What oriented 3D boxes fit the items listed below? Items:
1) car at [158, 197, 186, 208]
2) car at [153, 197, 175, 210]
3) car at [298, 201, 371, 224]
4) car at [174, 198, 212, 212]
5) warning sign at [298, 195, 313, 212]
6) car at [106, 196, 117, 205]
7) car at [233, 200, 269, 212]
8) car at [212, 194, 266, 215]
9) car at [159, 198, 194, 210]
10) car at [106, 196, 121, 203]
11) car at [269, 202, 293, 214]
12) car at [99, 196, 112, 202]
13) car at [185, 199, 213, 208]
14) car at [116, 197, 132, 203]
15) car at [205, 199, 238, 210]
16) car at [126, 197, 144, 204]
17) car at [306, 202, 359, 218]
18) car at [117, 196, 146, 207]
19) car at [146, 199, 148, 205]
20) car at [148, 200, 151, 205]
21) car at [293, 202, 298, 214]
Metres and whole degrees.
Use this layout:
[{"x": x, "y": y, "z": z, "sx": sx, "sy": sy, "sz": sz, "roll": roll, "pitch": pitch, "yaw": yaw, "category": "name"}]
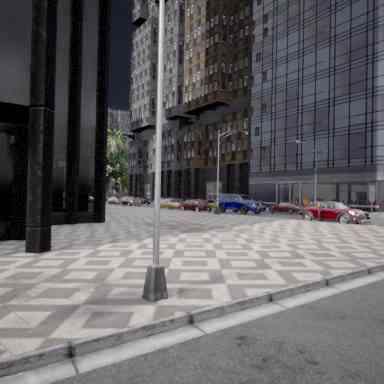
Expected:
[{"x": -3.211, "y": 1.595, "z": 51.639, "sx": 2.128, "sy": 1.511, "sz": 4.902, "roll": 2, "pitch": -1, "yaw": -35, "category": "car"}, {"x": -2.710, "y": 1.471, "z": 40.930, "sx": 1.752, "sy": 1.417, "sz": 4.829, "roll": 2, "pitch": -1, "yaw": -35, "category": "car"}, {"x": 9.907, "y": 1.373, "z": 23.215, "sx": 1.967, "sy": 1.590, "sz": 4.097, "roll": 2, "pitch": -1, "yaw": -36, "category": "car"}, {"x": 0.374, "y": 1.487, "z": 36.598, "sx": 1.887, "sy": 1.381, "sz": 4.507, "roll": 2, "pitch": -1, "yaw": -35, "category": "car"}, {"x": 12.858, "y": 1.340, "z": 37.751, "sx": 1.300, "sy": 1.860, "sz": 1.060, "roll": 2, "pitch": -1, "yaw": -35, "category": "warning sign"}, {"x": -12.359, "y": 1.534, "z": 54.479, "sx": 1.802, "sy": 1.307, "sz": 4.206, "roll": 2, "pitch": -1, "yaw": -35, "category": "car"}, {"x": 7.318, "y": 1.734, "z": 41.537, "sx": 1.947, "sy": 1.339, "sz": 4.313, "roll": 2, "pitch": -1, "yaw": -35, "category": "car"}, {"x": 4.921, "y": 1.232, "z": 34.828, "sx": 2.150, "sy": 2.045, "sz": 5.566, "roll": 2, "pitch": -1, "yaw": -35, "category": "car"}, {"x": -2.146, "y": 1.566, "z": 44.753, "sx": 2.033, "sy": 1.411, "sz": 5.357, "roll": 2, "pitch": -1, "yaw": -35, "category": "car"}, {"x": -18.240, "y": 1.702, "z": 77.433, "sx": 1.752, "sy": 1.417, "sz": 4.829, "roll": 2, "pitch": -1, "yaw": -35, "category": "car"}, {"x": 10.500, "y": 1.746, "z": 37.067, "sx": 1.802, "sy": 1.307, "sz": 4.206, "roll": 2, "pitch": -1, "yaw": -35, "category": "car"}, {"x": -21.324, "y": 1.758, "z": 81.763, "sx": 1.802, "sy": 1.307, "sz": 4.206, "roll": 2, "pitch": -1, "yaw": -35, "category": "car"}, {"x": 0.953, "y": 1.725, "z": 50.476, "sx": 2.008, "sy": 1.369, "sz": 4.403, "roll": 2, "pitch": -1, "yaw": -35, "category": "car"}, {"x": -14.959, "y": 1.743, "z": 72.825, "sx": 1.947, "sy": 1.339, "sz": 4.313, "roll": 2, "pitch": -1, "yaw": -35, "category": "car"}, {"x": 4.038, "y": 1.696, "z": 46.146, "sx": 1.752, "sy": 1.417, "sz": 4.829, "roll": 2, "pitch": -1, "yaw": -35, "category": "car"}, {"x": -11.777, "y": 1.743, "z": 68.355, "sx": 1.947, "sy": 1.339, "sz": 4.313, "roll": 2, "pitch": -1, "yaw": -35, "category": "car"}, {"x": 13.683, "y": 1.727, "z": 32.598, "sx": 1.947, "sy": 1.339, "sz": 4.313, "roll": 2, "pitch": -1, "yaw": -35, "category": "car"}, {"x": -9.173, "y": 1.391, "z": 50.011, "sx": 1.967, "sy": 1.590, "sz": 4.097, "roll": 2, "pitch": -1, "yaw": -35, "category": "car"}, {"x": -9.299, "y": 1.706, "z": 60.112, "sx": 1.895, "sy": 1.301, "sz": 4.718, "roll": 2, "pitch": -1, "yaw": -35, "category": "car"}, {"x": -5.412, "y": 1.729, "z": 59.416, "sx": 2.008, "sy": 1.369, "sz": 4.403, "roll": 2, "pitch": -1, "yaw": -35, "category": "car"}, {"x": 11.055, "y": 1.552, "z": 26.245, "sx": 2.033, "sy": 1.411, "sz": 5.357, "roll": 2, "pitch": -1, "yaw": -33, "category": "car"}]
